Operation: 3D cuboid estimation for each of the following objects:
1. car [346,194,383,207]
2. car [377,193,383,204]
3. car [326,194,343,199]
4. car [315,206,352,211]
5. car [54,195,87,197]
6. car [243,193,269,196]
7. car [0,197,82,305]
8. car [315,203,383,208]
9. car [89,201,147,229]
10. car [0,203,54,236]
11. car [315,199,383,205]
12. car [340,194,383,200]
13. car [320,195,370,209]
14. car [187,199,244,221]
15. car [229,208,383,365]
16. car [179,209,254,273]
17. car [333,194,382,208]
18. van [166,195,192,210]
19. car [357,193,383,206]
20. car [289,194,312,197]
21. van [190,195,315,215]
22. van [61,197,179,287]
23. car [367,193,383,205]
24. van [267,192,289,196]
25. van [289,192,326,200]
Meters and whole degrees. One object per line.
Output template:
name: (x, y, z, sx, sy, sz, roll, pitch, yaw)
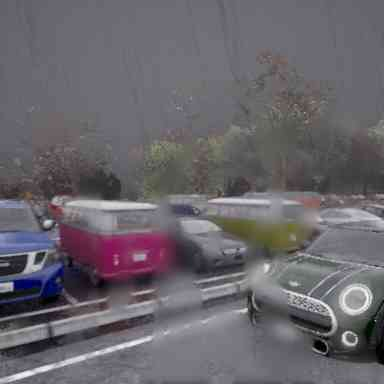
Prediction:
car: (22.554, 1.043, 42.456, 2.163, 1.488, 4.792, -1, 1, -35)
car: (29.482, 0.891, 47.330, 2.231, 1.521, 4.892, -1, 1, -35)
car: (13.256, 1.180, 35.831, 2.097, 1.535, 5.008, -1, 1, -35)
car: (4.546, 1.504, 14.240, 2.002, 1.452, 4.674, -1, 1, -35)
car: (-7.472, 1.221, 21.096, 2.435, 2.045, 5.566, 0, 0, -35)
car: (4.063, 1.220, 29.268, 2.185, 1.767, 4.553, -1, 1, -35)
car: (-4.665, 1.207, 7.668, 2.435, 2.045, 5.566, 0, 0, -35)
car: (6.861, 1.467, 15.875, 2.002, 1.452, 4.674, -1, 1, -35)
car: (-5.173, 1.478, 22.753, 2.097, 1.535, 5.008, 0, 0, -35)
car: (-9.775, 1.494, 19.461, 2.163, 1.488, 4.792, 0, 0, -35)
car: (9.166, 1.386, 17.508, 2.097, 1.535, 5.008, -1, 1, -35)
car: (11.448, 1.219, 19.171, 2.185, 1.767, 4.553, -1, 1, -35)
car: (17.867, 1.098, 39.089, 2.097, 1.535, 5.008, -1, 1, -35)
car: (1.828, 1.415, 27.761, 2.163, 1.488, 4.792, -1, 1, -35)
car: (3.118, 1.333, 5.899, 4.553, 1.767, 2.097, 0, 0, -35)
car: (-0.074, 1.515, 10.962, 2.002, 1.452, 4.674, 0, 0, -35)
car: (20.164, 1.057, 40.730, 2.097, 1.535, 5.008, -1, 1, -35)
van: (-0.394, 1.201, 26.001, 1.878, 1.987, 4.442, -1, 1, -35)
car: (24.877, 0.972, 44.062, 2.097, 1.535, 5.008, -1, 1, -35)
car: (8.751, 1.262, 32.637, 2.231, 1.521, 4.892, -1, 1, -35)
van: (2.067, 1.254, 12.621, 1.878, 1.987, 4.442, 0, 0, -35)
van: (-2.444, 1.241, 9.421, 1.878, 1.987, 4.442, 0, 0, -35)
car: (27.180, 0.931, 45.695, 2.097, 1.535, 5.008, -1, 1, -35)
van: (6.379, 1.077, 31.093, 1.878, 1.987, 4.442, -1, 1, -35)
van: (10.990, 0.994, 34.359, 1.878, 1.987, 4.442, -1, 1, -35)
